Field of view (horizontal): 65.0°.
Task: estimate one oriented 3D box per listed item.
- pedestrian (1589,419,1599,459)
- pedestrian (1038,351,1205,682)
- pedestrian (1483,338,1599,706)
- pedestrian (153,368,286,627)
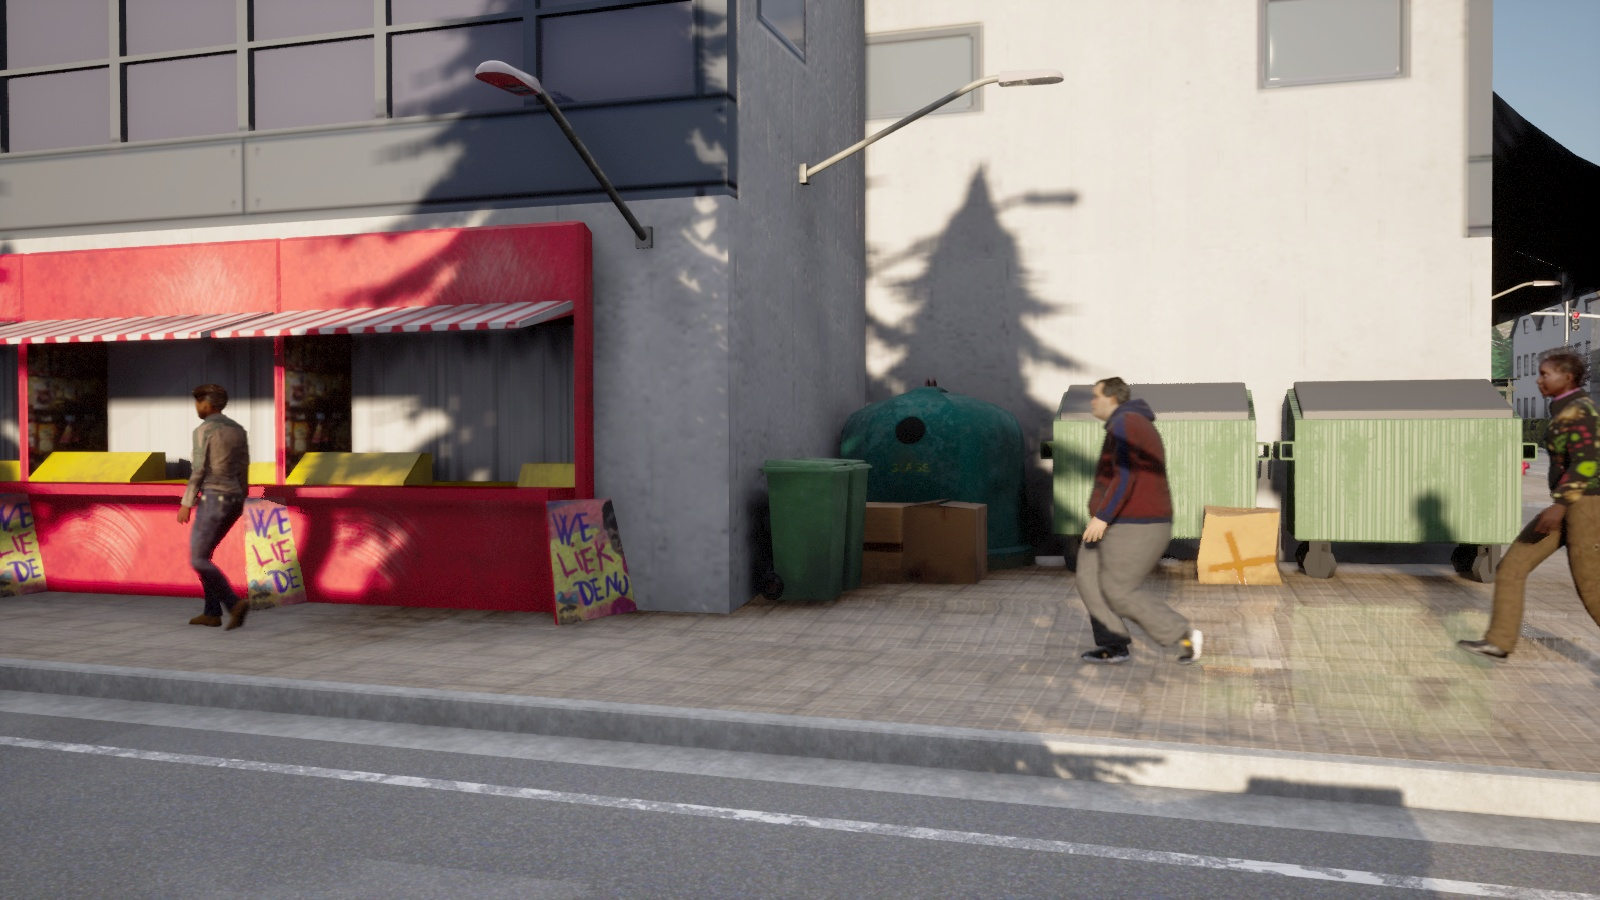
[{"bbox_3d":[38.464,-0.521,60.743,0.396,1.930,0.692,1,1,24],"label":"pedestrian"},{"bbox_3d":[1.900,0.362,7.412,0.899,1.844,0.634,0,1,16],"label":"pedestrian"},{"bbox_3d":[4.147,0.375,6.818,0.692,1.930,0.395,1,1,19],"label":"pedestrian"},{"bbox_3d":[-4.178,0.327,9.043,0.869,1.805,0.328,0,1,17],"label":"pedestrian"}]
